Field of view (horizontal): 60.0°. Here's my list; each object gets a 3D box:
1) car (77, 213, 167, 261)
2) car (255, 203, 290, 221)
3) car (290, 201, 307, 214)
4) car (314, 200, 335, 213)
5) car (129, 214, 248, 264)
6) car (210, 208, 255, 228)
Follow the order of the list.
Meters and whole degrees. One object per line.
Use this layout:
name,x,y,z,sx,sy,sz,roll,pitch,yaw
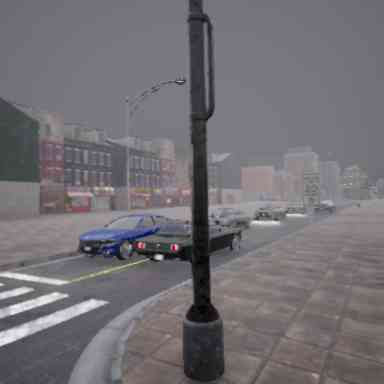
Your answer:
car,-2.285,1.635,13.325,1.882,1.535,5.008,-2,-1,30
car,6.962,1.752,29.558,1.994,1.385,4.181,-2,-1,30
car,11.868,1.763,38.116,1.994,1.385,4.181,-2,-1,30
car,15.332,1.635,38.423,1.812,1.442,4.674,-2,-1,30
car,0.132,1.668,11.893,1.895,1.301,4.718,-2,-1,30
car,2.223,1.738,21.253,1.994,1.385,4.181,-2,-1,29
